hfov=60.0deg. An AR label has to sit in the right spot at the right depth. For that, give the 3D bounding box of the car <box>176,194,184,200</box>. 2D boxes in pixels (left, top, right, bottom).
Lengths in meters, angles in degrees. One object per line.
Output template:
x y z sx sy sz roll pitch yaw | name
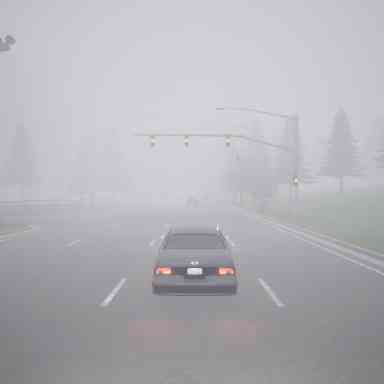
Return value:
-3.444 1.358 93.916 2.128 1.511 4.902 0 0 0 | car

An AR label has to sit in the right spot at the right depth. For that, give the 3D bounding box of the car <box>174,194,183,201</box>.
-3.450 1.517 83.913 1.812 1.442 4.674 0 0 0 | car

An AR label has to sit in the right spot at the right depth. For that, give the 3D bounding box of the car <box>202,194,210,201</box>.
3.550 1.492 83.492 1.837 1.490 4.892 0 0 0 | car

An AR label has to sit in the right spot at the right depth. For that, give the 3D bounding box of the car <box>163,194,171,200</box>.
-6.944 1.385 93.918 1.994 1.385 4.181 0 0 0 | car

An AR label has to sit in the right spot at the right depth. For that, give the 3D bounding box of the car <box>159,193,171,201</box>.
-6.950 1.217 83.528 2.150 2.045 5.566 0 0 0 | car

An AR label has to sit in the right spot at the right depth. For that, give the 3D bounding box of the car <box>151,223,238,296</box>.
0.072 1.547 8.812 2.033 1.411 5.357 0 0 0 | car

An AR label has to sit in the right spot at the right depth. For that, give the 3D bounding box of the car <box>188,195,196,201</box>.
0.050 1.531 83.494 2.033 1.411 5.357 0 0 0 | car

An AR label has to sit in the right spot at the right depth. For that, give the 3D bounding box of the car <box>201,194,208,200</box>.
3.556 1.310 93.912 1.882 1.535 5.008 0 0 0 | car

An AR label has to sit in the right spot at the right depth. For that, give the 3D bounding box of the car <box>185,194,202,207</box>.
0.029 1.352 52.851 2.097 1.767 4.553 0 0 0 | car

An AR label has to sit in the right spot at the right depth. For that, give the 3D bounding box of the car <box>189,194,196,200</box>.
0.056 1.310 93.914 1.882 1.535 5.008 0 0 0 | car
